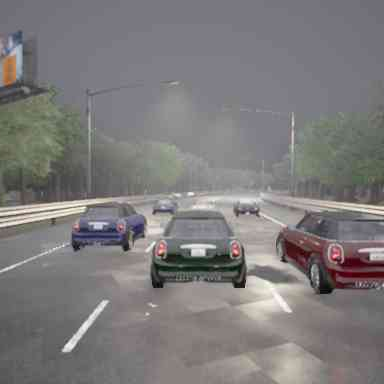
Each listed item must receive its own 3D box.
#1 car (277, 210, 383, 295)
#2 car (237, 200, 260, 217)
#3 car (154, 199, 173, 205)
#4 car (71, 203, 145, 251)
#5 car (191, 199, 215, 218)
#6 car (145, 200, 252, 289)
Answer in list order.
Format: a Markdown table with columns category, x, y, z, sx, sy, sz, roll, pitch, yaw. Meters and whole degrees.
| category | x | y | z | sx | sy | sz | roll | pitch | yaw |
| --- | --- | --- | --- | --- | --- | --- | --- | --- | --- |
| car | 3.669 | 1.270 | 8.628 | 2.097 | 1.767 | 4.553 | 0 | 0 | 1 |
| car | 4.497 | 1.344 | 28.142 | 1.895 | 1.301 | 4.718 | 0 | 1 | 4 |
| car | -2.347 | 1.287 | 30.522 | 1.994 | 1.385 | 4.181 | 0 | 1 | 4 |
| car | -3.194 | 1.225 | 13.686 | 2.097 | 1.767 | 4.553 | 0 | 0 | 2 |
| car | 0.996 | 1.344 | 28.248 | 1.895 | 1.301 | 4.718 | 0 | 1 | 4 |
| car | 0.180 | 1.266 | 9.091 | 2.097 | 1.767 | 4.553 | 0 | 0 | 1 |
